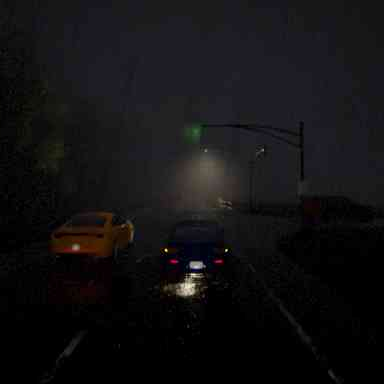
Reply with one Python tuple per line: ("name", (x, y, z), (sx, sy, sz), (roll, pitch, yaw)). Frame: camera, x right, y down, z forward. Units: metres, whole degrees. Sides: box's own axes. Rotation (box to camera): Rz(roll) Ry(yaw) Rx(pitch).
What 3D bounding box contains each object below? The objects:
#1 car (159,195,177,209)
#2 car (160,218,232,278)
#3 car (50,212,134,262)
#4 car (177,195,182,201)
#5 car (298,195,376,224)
("car", (-3.392, 1.469, 44.847), (1.837, 1.490, 4.892), (0, 0, 0))
("car", (0.107, 1.519, 9.993), (1.812, 1.442, 4.674), (0, 0, 0))
("car", (-3.397, 1.469, 12.189), (1.882, 1.535, 5.008), (0, 0, 0))
("car", (-3.485, 1.474, 81.786), (1.994, 1.385, 4.181), (0, 0, 0))
("car", (10.758, 1.309, 24.943), (5.566, 2.045, 2.150), (1, -3, -8))
